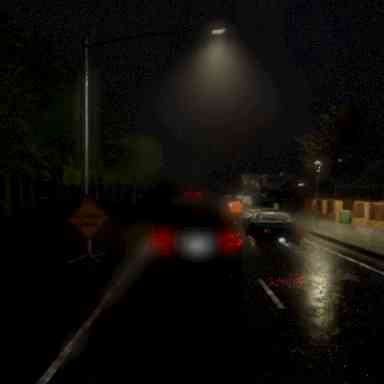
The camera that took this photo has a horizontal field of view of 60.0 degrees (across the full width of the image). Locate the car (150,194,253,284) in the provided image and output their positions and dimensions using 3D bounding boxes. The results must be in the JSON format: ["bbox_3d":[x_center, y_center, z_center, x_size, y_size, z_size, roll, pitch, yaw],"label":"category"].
[{"bbox_3d":[0.042,1.203,9.636,2.150,2.045,5.566,0,0,-2],"label":"car"}]

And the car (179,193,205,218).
[{"bbox_3d":[-0.006,1.154,30.888,2.150,2.045,5.566,0,0,0],"label":"car"}]

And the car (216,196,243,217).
[{"bbox_3d":[3.489,1.285,31.669,2.097,1.767,4.553,0,0,0],"label":"car"}]

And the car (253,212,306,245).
[{"bbox_3d":[3.538,1.568,15.268,1.895,1.301,4.718,0,0,0],"label":"car"}]

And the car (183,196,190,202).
[{"bbox_3d":[-1.501,1.917,89.972,1.882,1.535,5.008,0,-1,0],"label":"car"}]

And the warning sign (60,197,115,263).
[{"bbox_3d":[-3.080,1.094,9.959,1.300,1.860,1.060,0,0,0],"label":"warning sign"}]
